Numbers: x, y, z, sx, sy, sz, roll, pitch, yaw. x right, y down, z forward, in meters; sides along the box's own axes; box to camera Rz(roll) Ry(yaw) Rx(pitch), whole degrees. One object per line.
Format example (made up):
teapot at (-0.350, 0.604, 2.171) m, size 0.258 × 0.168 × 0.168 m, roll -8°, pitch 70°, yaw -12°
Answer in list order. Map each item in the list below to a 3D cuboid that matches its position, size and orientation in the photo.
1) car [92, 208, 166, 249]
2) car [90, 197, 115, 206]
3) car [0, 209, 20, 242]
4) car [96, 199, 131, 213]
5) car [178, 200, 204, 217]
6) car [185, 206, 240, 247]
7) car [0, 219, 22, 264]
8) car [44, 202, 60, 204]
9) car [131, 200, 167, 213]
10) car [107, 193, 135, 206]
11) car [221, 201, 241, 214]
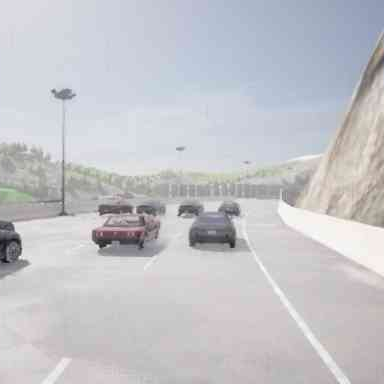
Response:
car at (-2.622, 1.604, 14.556) m, size 1.895 × 1.301 × 4.718 m, roll 0°, pitch 0°, yaw 5°
car at (-15.264, 1.602, 57.209) m, size 1.895 × 1.301 × 4.718 m, roll 0°, pitch 0°, yaw 19°
car at (-9.636, 1.551, 14.352) m, size 1.994 × 1.385 × 4.181 m, roll 0°, pitch 0°, yaw 5°
car at (-7.178, 1.482, 31.954) m, size 1.882 × 1.535 × 5.008 m, roll 0°, pitch 0°, yaw 11°
car at (-0.030, 1.526, 31.988) m, size 1.837 × 1.490 × 4.892 m, roll 0°, pitch 0°, yaw 11°
car at (0.979, 1.576, 15.235) m, size 1.994 × 1.385 × 4.181 m, roll 0°, pitch 0°, yaw 5°
car at (-6.538, 1.482, 8.922) m, size 2.128 × 1.511 × 4.902 m, roll 0°, pitch 0°, yaw 3°
car at (-23.372, 1.581, 54.832) m, size 1.895 × 1.301 × 4.718 m, roll 0°, pitch 0°, yaw 17°
car at (-3.752, 1.517, 31.213) m, size 1.837 × 1.490 × 4.892 m, roll 0°, pitch 0°, yaw 11°
car at (-11.909, 1.228, 56.306) m, size 2.150 × 2.045 × 5.566 m, roll 0°, pitch 0°, yaw 18°
car at (3.796, 1.595, 33.215) m, size 1.994 × 1.385 × 4.181 m, roll 0°, pitch 0°, yaw 12°
